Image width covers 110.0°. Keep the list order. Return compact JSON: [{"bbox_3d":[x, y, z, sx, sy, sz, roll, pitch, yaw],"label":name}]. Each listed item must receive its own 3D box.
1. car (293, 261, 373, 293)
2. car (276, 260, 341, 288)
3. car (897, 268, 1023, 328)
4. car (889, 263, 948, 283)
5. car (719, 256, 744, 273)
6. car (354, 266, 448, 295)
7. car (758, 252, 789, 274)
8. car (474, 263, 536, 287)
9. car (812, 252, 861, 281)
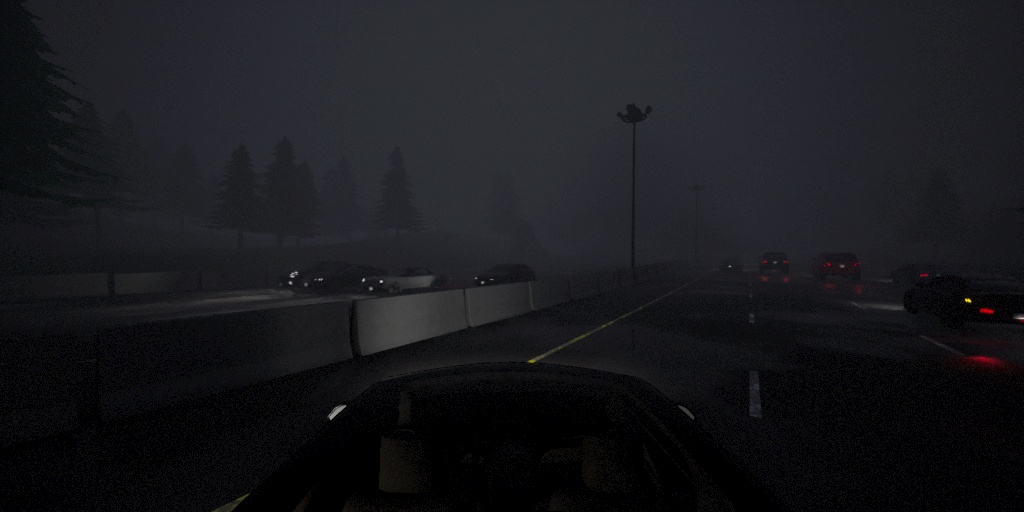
[{"bbox_3d":[-9.396,1.212,20.740,2.128,1.511,4.902,0,0,34],"label":"car"},{"bbox_3d":[-12.252,1.070,22.766,2.097,1.767,4.553,0,0,34],"label":"car"},{"bbox_3d":[13.387,1.243,10.431,1.812,1.442,4.674,0,0,33],"label":"car"},{"bbox_3d":[25.359,1.111,22.151,2.033,1.411,5.357,0,1,33],"label":"car"},{"bbox_3d":[22.466,0.954,36.806,1.994,1.385,4.181,0,1,34],"label":"car"},{"bbox_3d":[-5.834,1.319,19.781,1.895,1.301,4.718,0,0,34],"label":"car"},{"bbox_3d":[25.004,0.626,34.296,2.150,2.045,5.566,0,1,33],"label":"car"},{"bbox_3d":[-0.289,1.199,21.809,1.837,1.490,4.892,0,0,34],"label":"car"},{"bbox_3d":[24.519,0.733,27.225,2.150,2.045,5.566,0,1,33],"label":"car"}]
